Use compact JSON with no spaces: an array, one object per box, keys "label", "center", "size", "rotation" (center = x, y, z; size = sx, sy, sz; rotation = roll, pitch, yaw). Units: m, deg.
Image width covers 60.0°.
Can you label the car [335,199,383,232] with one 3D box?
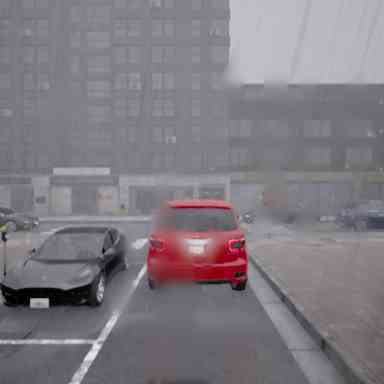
[{"label":"car","center":[10.528,1.276,18.510],"size":[4.553,1.767,2.097],"rotation":[0,0,0]}]

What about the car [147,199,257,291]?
[{"label":"car","center":[0.154,1.197,9.065],"size":[2.150,2.045,5.566],"rotation":[0,0,1]}]

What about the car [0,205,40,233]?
[{"label":"car","center":[-11.047,1.473,18.531],"size":[4.892,1.490,1.837],"rotation":[1,0,0]}]

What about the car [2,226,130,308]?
[{"label":"car","center":[-2.635,1.543,7.926],"size":[1.947,1.339,4.313],"rotation":[0,0,0]}]

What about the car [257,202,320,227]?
[{"label":"car","center":[5.676,1.423,21.469],"size":[4.892,1.490,1.837],"rotation":[0,0,0]}]
